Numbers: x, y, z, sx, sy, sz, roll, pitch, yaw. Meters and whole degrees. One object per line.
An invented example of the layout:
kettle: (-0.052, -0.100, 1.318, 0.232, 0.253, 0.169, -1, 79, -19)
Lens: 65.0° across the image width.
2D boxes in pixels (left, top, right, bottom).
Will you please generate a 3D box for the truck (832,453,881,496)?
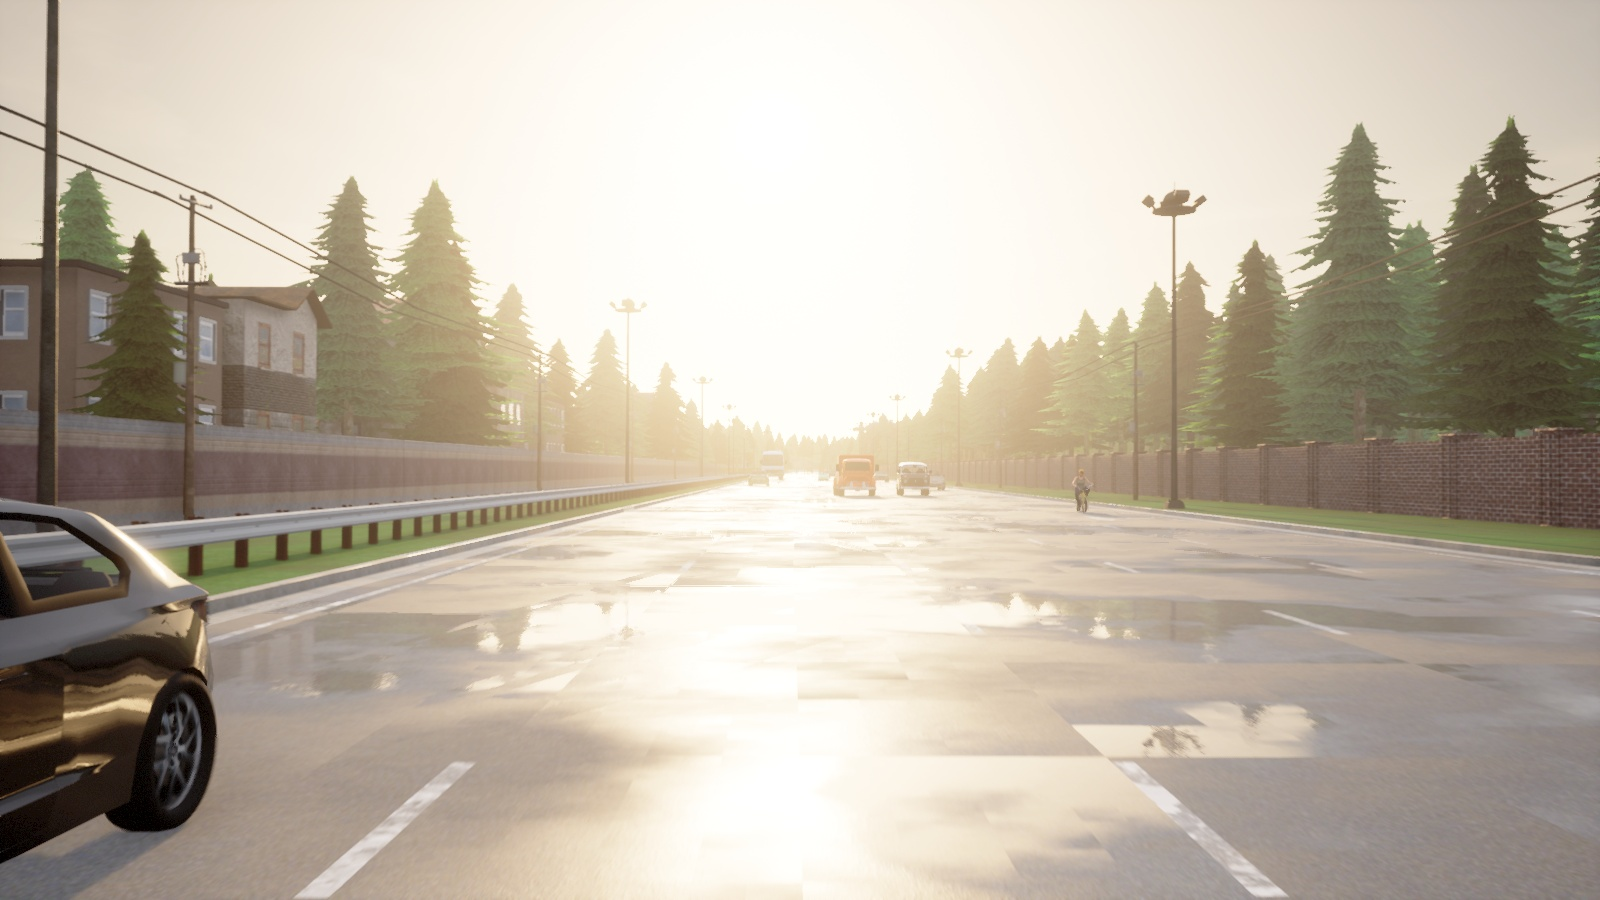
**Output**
truck: (3.321, 1.465, 74.895, 2.627, 2.467, 5.204, 0, -1, 0)

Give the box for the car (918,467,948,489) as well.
car: (10.270, 2.169, 97.381, 1.851, 1.617, 3.988, 0, -1, 0)

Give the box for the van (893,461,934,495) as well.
van: (6.824, 1.680, 76.099, 2.069, 2.038, 4.480, 0, -1, 0)

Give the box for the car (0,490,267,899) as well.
car: (-3.510, 0.902, 4.036, 1.816, 1.474, 4.193, 0, -1, 0)

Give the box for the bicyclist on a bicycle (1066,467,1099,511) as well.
bicyclist on a bicycle: (10.395, 1.421, 46.278, 0.866, 1.612, 1.509, 0, -1, 0)
